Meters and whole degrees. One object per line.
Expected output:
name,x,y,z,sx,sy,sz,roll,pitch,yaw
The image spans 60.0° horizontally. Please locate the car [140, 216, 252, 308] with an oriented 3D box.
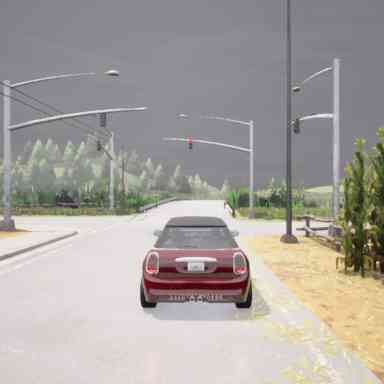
car,0.097,1.352,8.067,2.097,1.767,4.553,0,0,1
